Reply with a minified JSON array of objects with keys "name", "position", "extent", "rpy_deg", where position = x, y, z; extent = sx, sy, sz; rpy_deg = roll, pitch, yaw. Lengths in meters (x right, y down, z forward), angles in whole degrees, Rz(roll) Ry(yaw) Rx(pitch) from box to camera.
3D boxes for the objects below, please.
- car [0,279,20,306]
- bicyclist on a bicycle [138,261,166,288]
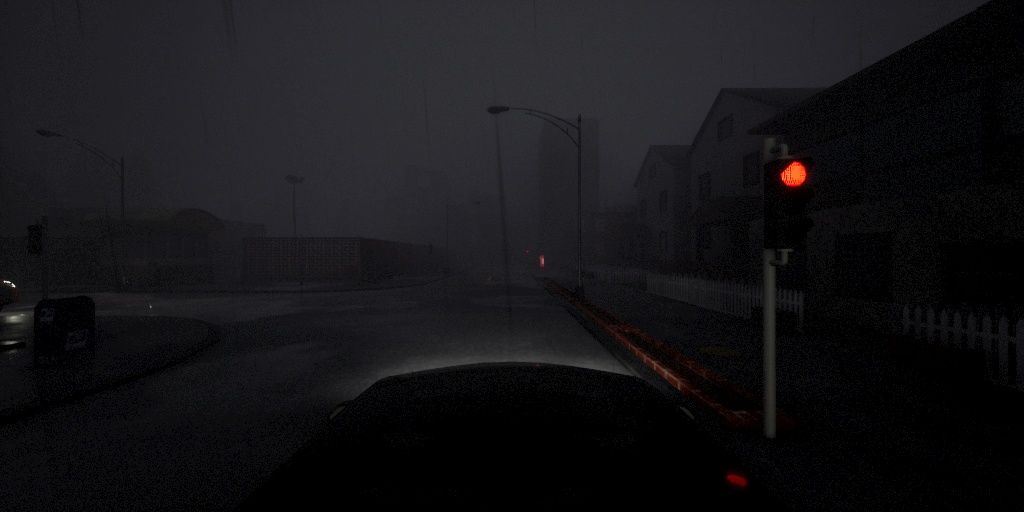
[{"name":"car","position":[-21.594,1.102,13.299],"extent":[4.553,1.767,2.097],"rpy_deg":[0,0,0]},{"name":"bicyclist on a bicycle","position":[-21.746,1.099,21.692],"extent":[0.582,1.620,1.656],"rpy_deg":[0,0,0]}]
